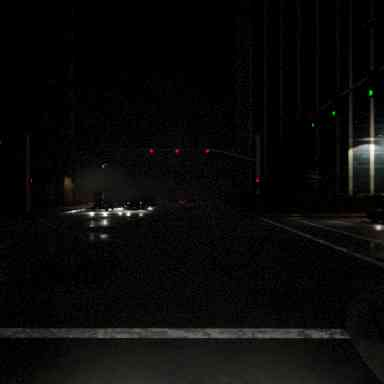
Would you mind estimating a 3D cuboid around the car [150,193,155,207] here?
[{"bbox_3d":[-7.139,1.220,52.921,2.150,2.045,5.566,0,0,0],"label":"car"}]

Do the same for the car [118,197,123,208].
[{"bbox_3d":[-10.641,1.491,49.181,2.128,1.511,4.902,0,0,0],"label":"car"}]

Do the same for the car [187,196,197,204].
[{"bbox_3d":[-0.065,1.526,64.979,1.812,1.442,4.674,0,0,0],"label":"car"}]

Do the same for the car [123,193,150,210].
[{"bbox_3d":[-7.141,1.352,43.421,2.097,1.767,4.553,0,0,0],"label":"car"}]

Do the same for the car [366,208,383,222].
[{"bbox_3d":[15.459,1.478,24.352,5.008,1.535,1.882,0,0,-1],"label":"car"}]

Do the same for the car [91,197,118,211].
[{"bbox_3d":[-10.619,1.526,39.912,1.812,1.442,4.674,0,0,0],"label":"car"}]

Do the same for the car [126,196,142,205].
[{"bbox_3d":[-10.597,1.491,61.213,2.128,1.511,4.902,0,0,0],"label":"car"}]

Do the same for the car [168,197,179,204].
[{"bbox_3d":[-3.566,1.601,65.546,1.895,1.301,4.718,0,0,0],"label":"car"}]
